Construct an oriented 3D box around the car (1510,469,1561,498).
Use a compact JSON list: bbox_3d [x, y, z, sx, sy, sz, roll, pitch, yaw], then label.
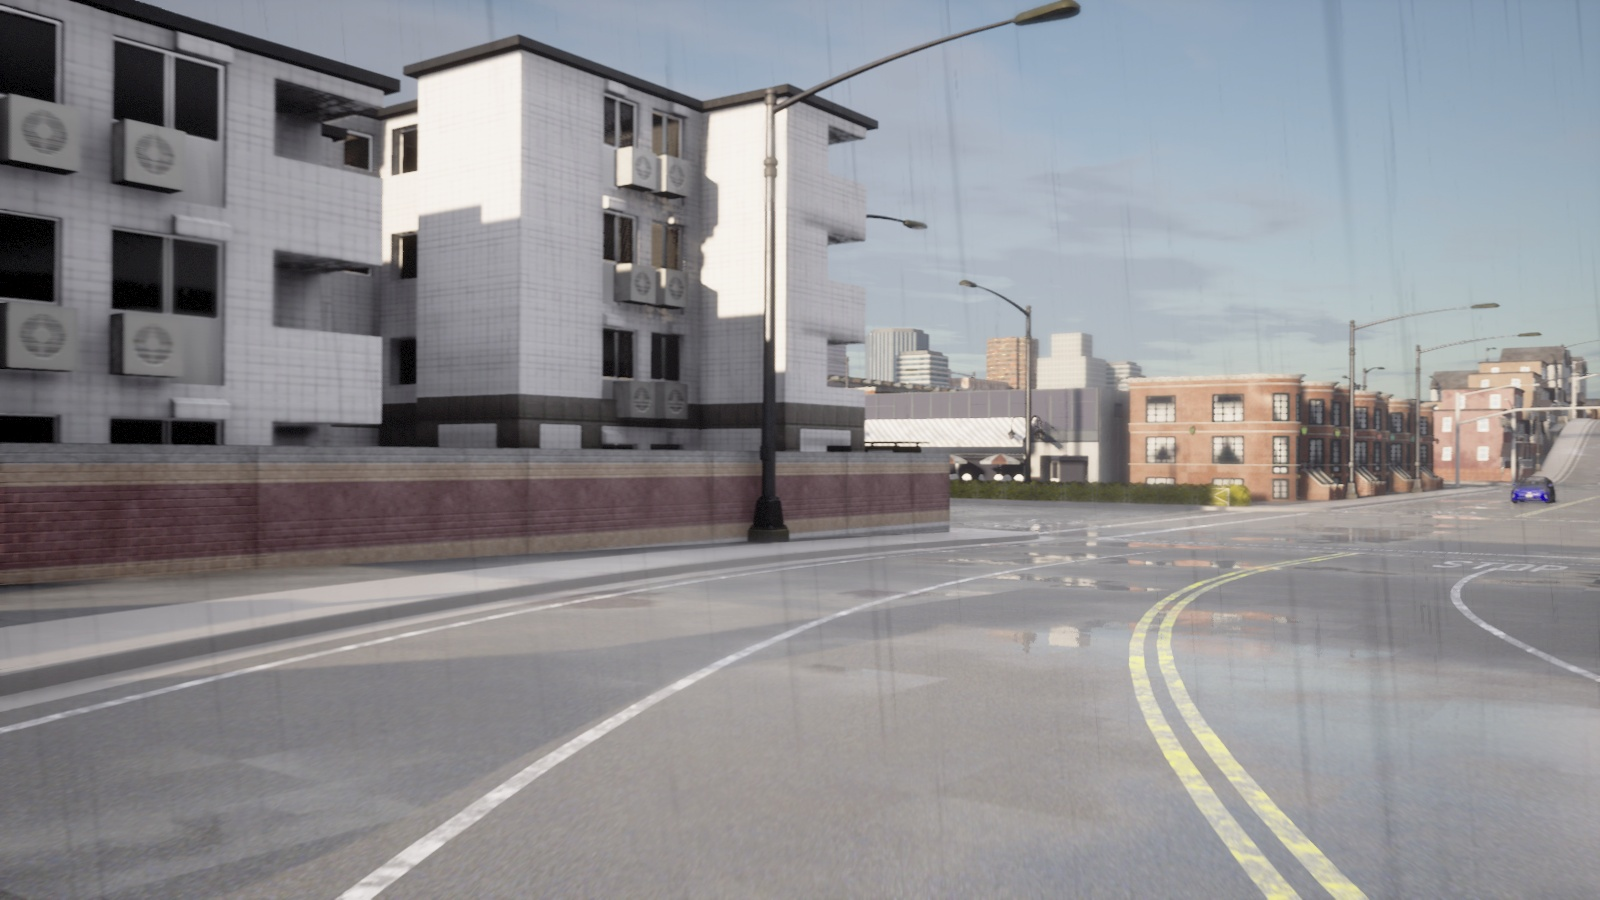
[{"bbox_3d":[41.710,1.890,71.205,2.007,1.525,4.514,0,0,37],"label":"car"}]
